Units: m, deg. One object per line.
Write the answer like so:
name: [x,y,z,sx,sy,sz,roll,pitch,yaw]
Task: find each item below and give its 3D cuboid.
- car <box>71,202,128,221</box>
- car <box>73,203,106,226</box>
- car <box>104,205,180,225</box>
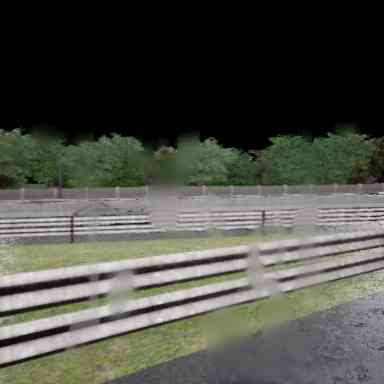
car: [-8.000,1.700,29.169,4.674,1.442,1.812,-1,1,-9]
car: [-6.727,1.760,25.824,4.181,1.385,1.994,-1,1,-9]
car: [-3.243,1.715,22.818,4.902,1.511,2.128,-1,1,-9]
